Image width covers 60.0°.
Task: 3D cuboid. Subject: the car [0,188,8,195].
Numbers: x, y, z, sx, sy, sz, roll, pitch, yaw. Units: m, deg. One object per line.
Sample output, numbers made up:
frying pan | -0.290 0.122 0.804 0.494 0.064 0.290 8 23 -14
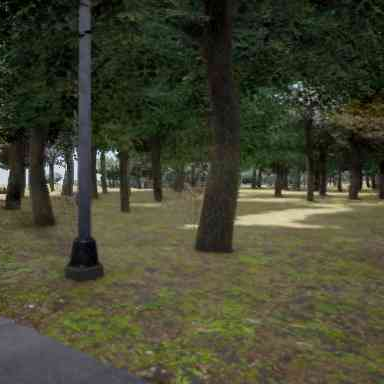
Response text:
car | -39.598 -0.042 68.895 2.128 1.511 4.902 -1 1 34
